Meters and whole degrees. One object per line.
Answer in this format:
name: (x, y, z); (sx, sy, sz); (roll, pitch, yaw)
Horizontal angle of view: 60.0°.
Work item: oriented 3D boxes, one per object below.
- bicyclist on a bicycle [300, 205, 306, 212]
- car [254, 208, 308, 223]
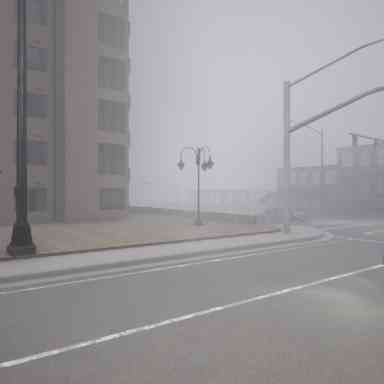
bicyclist on a bicycle: (13.549, 2.457, 40.681); (1.656, 1.620, 0.582); (0, -8, -35)
car: (7.934, 2.091, 29.818); (1.895, 1.301, 4.718); (0, -4, -36)
